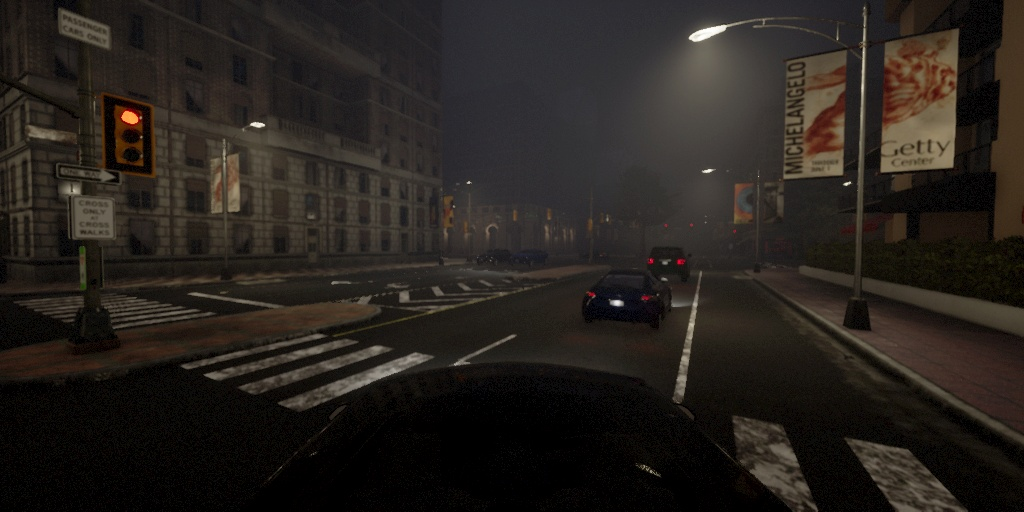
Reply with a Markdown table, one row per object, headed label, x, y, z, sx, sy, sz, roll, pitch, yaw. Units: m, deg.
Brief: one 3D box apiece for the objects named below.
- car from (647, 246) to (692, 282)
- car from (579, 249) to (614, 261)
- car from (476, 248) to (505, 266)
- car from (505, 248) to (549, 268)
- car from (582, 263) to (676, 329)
| label | x | y | z | sx | sy | sz | roll | pitch | yaw |
| --- | --- | --- | --- | --- | --- | --- | --- | --- | --- |
| car | 9.796 | 0.411 | 22.306 | 2.150 | 2.045 | 5.566 | 1 | 2 | 28 |
| car | 11.727 | -0.103 | 51.108 | 2.033 | 1.411 | 5.357 | 0 | 2 | -24 |
| car | -1.466 | 0.033 | 33.211 | 1.837 | 1.490 | 4.892 | 1 | 2 | 28 |
| car | 1.615 | 0.074 | 31.551 | 1.882 | 1.535 | 5.008 | 1 | 2 | 28 |
| car | 3.492 | 1.070 | 10.520 | 1.994 | 1.385 | 4.181 | 1 | 2 | 28 |
